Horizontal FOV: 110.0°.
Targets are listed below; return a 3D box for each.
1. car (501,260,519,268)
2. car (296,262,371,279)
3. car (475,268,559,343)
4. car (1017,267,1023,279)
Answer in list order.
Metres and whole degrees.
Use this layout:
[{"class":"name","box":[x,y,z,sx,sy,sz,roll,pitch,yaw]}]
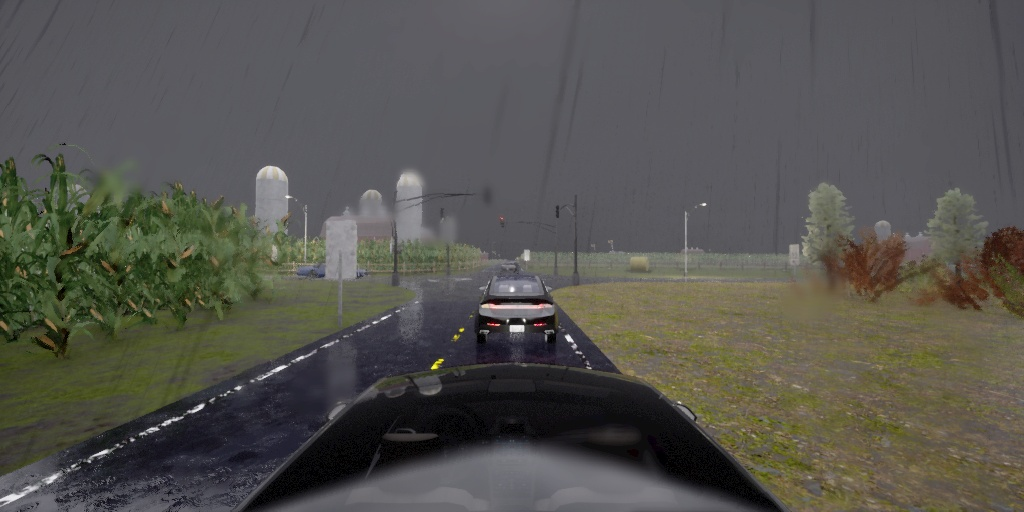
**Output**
[{"class":"car","box":[-0.191,1.277,43.916,2.128,1.511,4.902,0,0,7]},{"class":"car","box":[-14.532,1.167,29.420,5.357,1.411,2.033,1,-1,-8]},{"class":"car","box":[0.102,1.245,9.632,2.128,1.511,4.902,0,0,0]},{"class":"car","box":[48.671,1.720,33.477,4.674,1.442,1.812,1,-1,-5]}]
